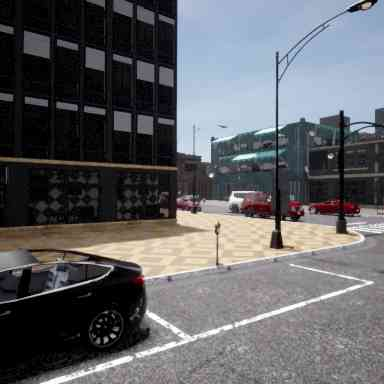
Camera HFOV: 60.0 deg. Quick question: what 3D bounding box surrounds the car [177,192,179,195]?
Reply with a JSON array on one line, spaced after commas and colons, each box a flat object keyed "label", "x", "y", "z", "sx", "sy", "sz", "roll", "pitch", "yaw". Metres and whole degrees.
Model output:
[{"label": "car", "x": -0.528, "y": 1.101, "z": 47.619, "sx": 2.008, "sy": 1.369, "sz": 4.403, "roll": 1, "pitch": 0, "yaw": -36}]

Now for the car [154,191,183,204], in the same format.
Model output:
[{"label": "car", "x": -3.802, "y": 0.793, "z": 52.091, "sx": 2.192, "sy": 1.841, "sz": 5.009, "roll": 1, "pitch": 0, "yaw": -36}]

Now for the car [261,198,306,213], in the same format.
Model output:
[{"label": "car", "x": 9.309, "y": 1.340, "z": 34.200, "sx": 1.802, "sy": 1.307, "sz": 4.206, "roll": 1, "pitch": 0, "yaw": -36}]

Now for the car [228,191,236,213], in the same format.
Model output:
[{"label": "car", "x": 5.602, "y": 0.972, "z": 29.450, "sx": 2.150, "sy": 2.045, "sz": 5.566, "roll": 0, "pitch": 0, "yaw": -36}]

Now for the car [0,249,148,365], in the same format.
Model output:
[{"label": "car", "x": -2.706, "y": 1.566, "z": 4.624, "sx": 4.313, "sy": 1.339, "sz": 1.947, "roll": 0, "pitch": 0, "yaw": -35}]

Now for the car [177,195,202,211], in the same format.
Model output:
[{"label": "car", "x": -0.729, "y": 1.231, "z": 33.719, "sx": 1.802, "sy": 1.307, "sz": 4.206, "roll": 1, "pitch": 0, "yaw": -36}]

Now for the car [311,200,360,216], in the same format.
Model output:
[{"label": "car", "x": 12.589, "y": 1.371, "z": 29.728, "sx": 1.887, "sy": 1.381, "sz": 4.507, "roll": 1, "pitch": 0, "yaw": -36}]

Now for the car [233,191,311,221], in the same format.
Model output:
[{"label": "car", "x": 5.836, "y": 1.101, "z": 24.773, "sx": 2.192, "sy": 1.841, "sz": 5.009, "roll": 1, "pitch": 0, "yaw": -36}]

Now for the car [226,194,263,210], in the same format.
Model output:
[{"label": "car", "x": 6.032, "y": 1.130, "z": 38.674, "sx": 1.967, "sy": 1.590, "sz": 4.097, "roll": 1, "pitch": 0, "yaw": -36}]
